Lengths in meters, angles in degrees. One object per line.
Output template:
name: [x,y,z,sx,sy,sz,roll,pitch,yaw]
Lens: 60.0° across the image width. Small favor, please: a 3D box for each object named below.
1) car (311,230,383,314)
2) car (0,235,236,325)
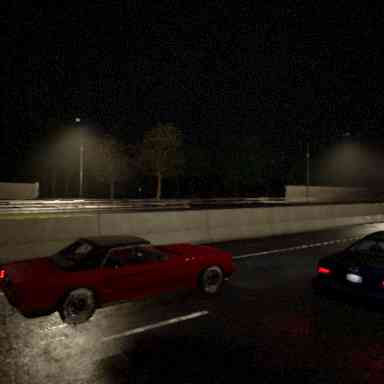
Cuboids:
car: [4.839,1.535,7.197,5.357,1.411,2.033,0,0,-35]
car: [-1.323,1.596,7.103,4.718,1.301,1.895,0,0,-36]
